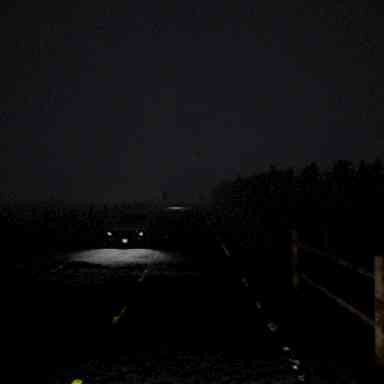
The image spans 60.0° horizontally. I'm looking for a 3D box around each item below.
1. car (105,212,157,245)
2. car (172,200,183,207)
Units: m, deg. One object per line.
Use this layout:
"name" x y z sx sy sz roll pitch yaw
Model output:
"car" -2.846 1.716 16.790 2.033 1.411 5.357 0 -1 0
"car" -2.738 2.188 63.500 1.994 1.385 4.181 0 -1 0
